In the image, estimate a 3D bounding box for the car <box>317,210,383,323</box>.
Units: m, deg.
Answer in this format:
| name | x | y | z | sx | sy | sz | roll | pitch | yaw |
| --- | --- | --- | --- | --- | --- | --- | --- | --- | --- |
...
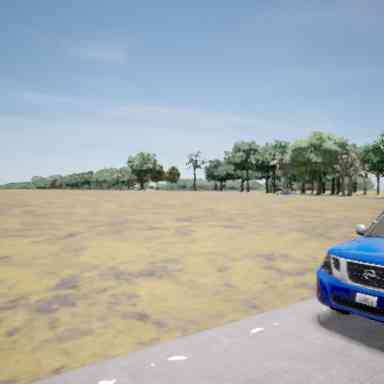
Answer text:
| name | x | y | z | sx | sy | sz | roll | pitch | yaw |
| --- | --- | --- | --- | --- | --- | --- | --- | --- | --- |
| car | 4.816 | 1.243 | 6.505 | 5.566 | 2.045 | 2.150 | 0 | 0 | -35 |
